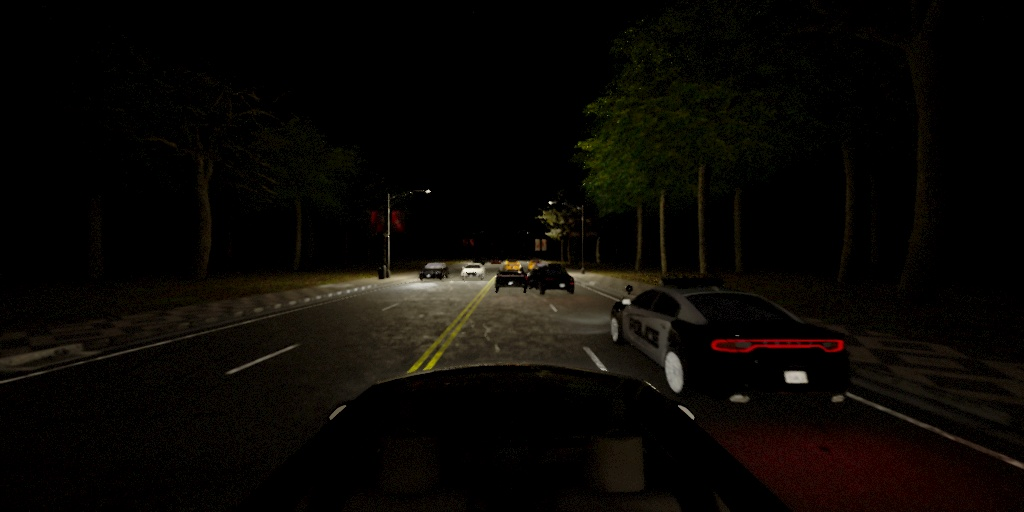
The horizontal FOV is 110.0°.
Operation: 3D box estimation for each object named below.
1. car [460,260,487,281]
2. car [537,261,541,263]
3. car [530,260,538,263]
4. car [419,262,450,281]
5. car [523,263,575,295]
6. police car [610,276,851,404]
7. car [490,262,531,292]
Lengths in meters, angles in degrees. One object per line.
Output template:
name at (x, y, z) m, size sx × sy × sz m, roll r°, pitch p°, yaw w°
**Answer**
car at (-3.341, 1.354, 31.595) m, size 1.812 × 1.442 × 4.674 m, roll 0°, pitch 0°, yaw 0°
car at (3.252, 1.328, 28.580) m, size 1.837 × 1.490 × 4.892 m, roll 0°, pitch 0°, yaw 0°
car at (3.253, 1.406, 39.580) m, size 1.994 × 1.385 × 4.181 m, roll 0°, pitch 0°, yaw 0°
car at (-6.592, 1.319, 30.843) m, size 2.128 × 1.511 × 4.902 m, roll 0°, pitch 0°, yaw 0°
car at (2.138, 1.334, 20.449) m, size 1.812 × 1.442 × 4.674 m, roll 0°, pitch 0°, yaw -11°
police car at (3.250, 1.194, 6.692) m, size 1.930 × 1.638 × 5.238 m, roll 0°, pitch 0°, yaw 0°
car at (-0.011, 1.302, 21.991) m, size 2.128 × 1.511 × 4.902 m, roll 0°, pitch 0°, yaw 1°
